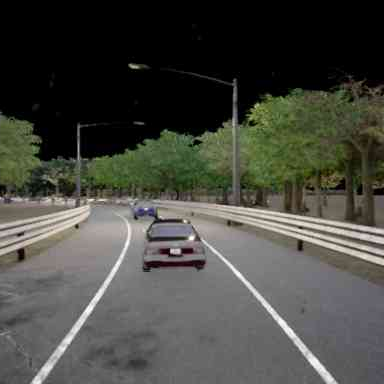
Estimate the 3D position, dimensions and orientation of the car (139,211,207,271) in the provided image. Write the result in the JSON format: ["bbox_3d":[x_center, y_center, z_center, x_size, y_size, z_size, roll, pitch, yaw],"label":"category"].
[{"bbox_3d":[-0.696,1.601,11.181,2.033,1.411,5.357,0,0,-6],"label":"car"}]

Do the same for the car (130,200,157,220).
[{"bbox_3d":[-4.507,1.510,30.610,2.097,1.767,4.553,0,0,-16],"label":"car"}]
